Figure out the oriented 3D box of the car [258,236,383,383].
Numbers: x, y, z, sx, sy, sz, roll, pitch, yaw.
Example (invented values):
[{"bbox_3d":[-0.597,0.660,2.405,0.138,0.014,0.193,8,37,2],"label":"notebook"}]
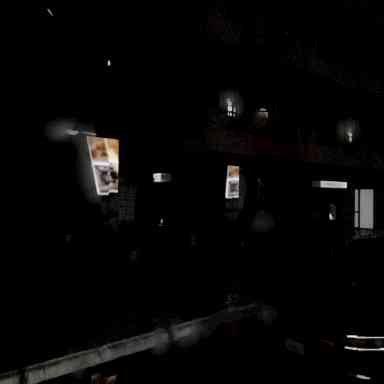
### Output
[{"bbox_3d":[3.197,1.483,5.238,5.008,1.535,1.882,0,0,-36],"label":"car"}]
